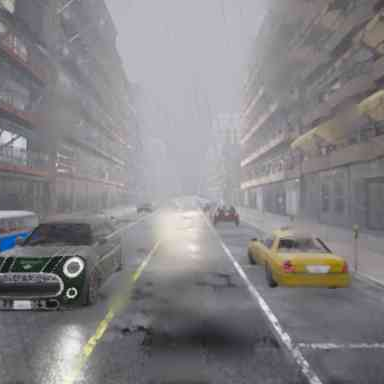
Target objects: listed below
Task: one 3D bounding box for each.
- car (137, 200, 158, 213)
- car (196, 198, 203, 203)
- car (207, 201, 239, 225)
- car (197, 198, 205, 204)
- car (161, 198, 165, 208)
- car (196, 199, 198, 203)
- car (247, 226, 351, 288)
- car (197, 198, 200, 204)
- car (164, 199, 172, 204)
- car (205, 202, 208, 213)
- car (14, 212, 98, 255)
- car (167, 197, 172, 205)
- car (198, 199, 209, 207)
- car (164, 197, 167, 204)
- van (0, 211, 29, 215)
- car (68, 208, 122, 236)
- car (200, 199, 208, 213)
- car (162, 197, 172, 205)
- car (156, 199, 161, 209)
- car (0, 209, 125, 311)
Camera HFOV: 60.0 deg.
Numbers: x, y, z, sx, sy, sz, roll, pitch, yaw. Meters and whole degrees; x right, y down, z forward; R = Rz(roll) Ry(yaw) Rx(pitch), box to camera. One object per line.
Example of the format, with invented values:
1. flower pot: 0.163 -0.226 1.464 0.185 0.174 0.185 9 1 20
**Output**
1. car: -5.971 2.006 43.191 1.947 1.339 4.313 1 -1 0
2. car: 2.041 2.421 94.387 1.752 1.417 4.829 1 -1 0
3. car: 2.529 1.698 26.175 1.967 1.590 4.097 1 -1 0
4. car: 2.132 2.337 82.877 1.887 1.381 4.507 1 -1 0
5. car: -6.050 2.099 54.532 2.008 1.369 4.403 1 -1 0
6. car: 2.291 2.134 60.196 2.008 1.369 4.403 1 -1 0
7. car: 2.646 1.616 9.333 1.752 1.417 4.829 1 -1 0
8. car: 2.330 2.081 54.526 2.008 1.369 4.403 1 -1 0
9. car: -6.288 2.443 88.556 1.802 1.307 4.206 1 -1 0
10. car: 2.490 1.895 31.846 1.802 1.307 4.206 1 -1 0
11. car: -5.773 1.709 14.835 1.887 1.381 4.507 1 -1 0
12. car: -6.208 2.309 77.215 2.008 1.369 4.403 1 -1 0
13. car: 2.251 2.181 65.866 1.887 1.381 4.507 1 -1 0
14. car: -6.088 2.041 60.205 1.967 1.590 4.097 1 -1 0
15. van: -5.731 1.448 9.167 1.690 1.788 3.998 1 -1 0
16. car: -5.812 1.771 20.507 2.008 1.369 4.403 1 -1 0
17. car: 2.410 1.862 43.185 1.967 1.590 4.097 1 -1 0
18. car: -6.245 2.125 82.887 2.192 1.841 5.009 1 -1 0
19. car: -6.009 2.018 48.692 1.752 1.417 4.829 1 -1 0
20. car: -3.048 1.443 8.186 2.097 1.767 4.553 0 -1 0
